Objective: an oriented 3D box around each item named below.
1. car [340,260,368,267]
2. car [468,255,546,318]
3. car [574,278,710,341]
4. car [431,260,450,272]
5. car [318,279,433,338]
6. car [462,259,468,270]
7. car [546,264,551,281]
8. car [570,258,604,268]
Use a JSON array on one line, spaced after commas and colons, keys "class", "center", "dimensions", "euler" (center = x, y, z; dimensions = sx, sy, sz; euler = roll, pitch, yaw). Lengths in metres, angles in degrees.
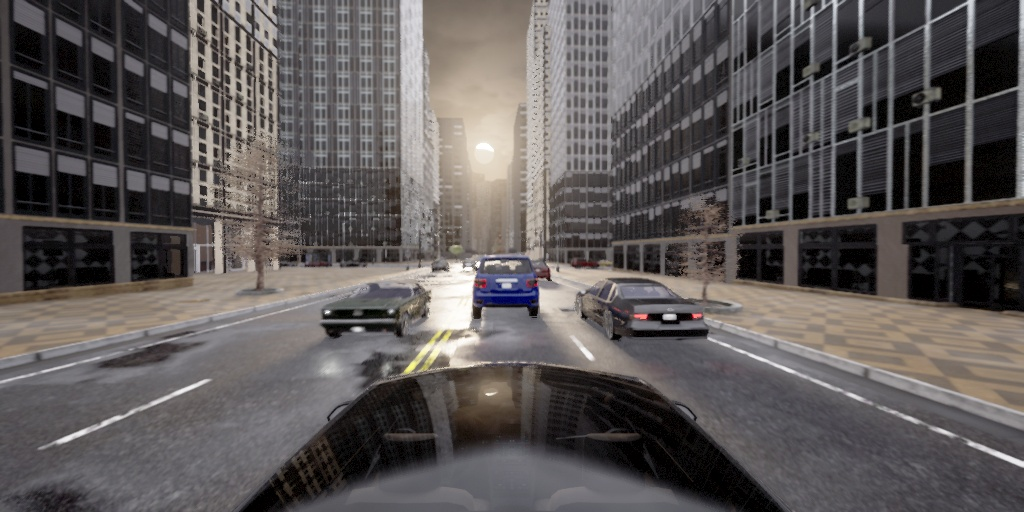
[{"class": "car", "center": [-26.300, 1.302, 59.642], "dimensions": [4.313, 1.339, 1.948], "euler": [0, 0, -3]}, {"class": "car", "center": [-0.296, 0.985, 13.335], "dimensions": [2.150, 2.045, 5.566], "euler": [0, 0, -3]}, {"class": "car", "center": [3.127, 1.299, 9.854], "dimensions": [2.033, 1.411, 5.357], "euler": [0, 0, -2]}, {"class": "car", "center": [-9.160, 1.316, 46.212], "dimensions": [1.837, 1.490, 4.892], "euler": [0, -1, -4]}, {"class": "car", "center": [-3.593, 1.370, 10.355], "dimensions": [1.895, 1.301, 4.718], "euler": [0, 0, -3]}, {"class": "car", "center": [-6.266, 1.134, 52.290], "dimensions": [2.128, 1.511, 4.902], "euler": [0, 0, -4]}, {"class": "car", "center": [1.894, 1.124, 29.834], "dimensions": [2.097, 1.767, 4.553], "euler": [0, 0, -4]}, {"class": "car", "center": [12.570, 1.285, 61.797], "dimensions": [5.009, 1.841, 2.192], "euler": [0, 0, -3]}]
